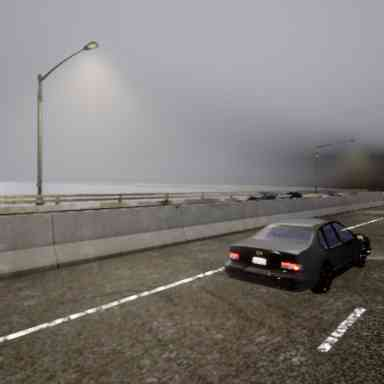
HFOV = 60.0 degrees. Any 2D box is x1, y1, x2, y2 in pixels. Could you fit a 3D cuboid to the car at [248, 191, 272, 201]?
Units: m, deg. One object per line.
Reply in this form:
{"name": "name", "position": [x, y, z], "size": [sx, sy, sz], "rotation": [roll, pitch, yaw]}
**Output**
{"name": "car", "position": [9.366, 0.597, 42.803], "size": [2.033, 1.411, 5.357], "rotation": [2, 2, 41]}

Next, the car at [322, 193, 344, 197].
{"name": "car", "position": [17.829, 0.779, 41.826], "size": [1.895, 1.301, 4.718], "rotation": [2, 2, 42]}

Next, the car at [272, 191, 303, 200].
{"name": "car", "position": [11.989, 0.665, 40.479], "size": [1.812, 1.442, 4.674], "rotation": [2, 2, 41]}

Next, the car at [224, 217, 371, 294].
{"name": "car", "position": [2.954, 1.368, 8.414], "size": [2.033, 1.411, 5.357], "rotation": [2, 2, 41]}
